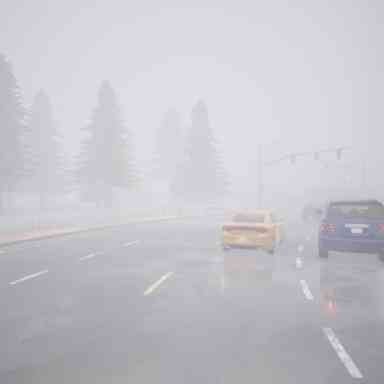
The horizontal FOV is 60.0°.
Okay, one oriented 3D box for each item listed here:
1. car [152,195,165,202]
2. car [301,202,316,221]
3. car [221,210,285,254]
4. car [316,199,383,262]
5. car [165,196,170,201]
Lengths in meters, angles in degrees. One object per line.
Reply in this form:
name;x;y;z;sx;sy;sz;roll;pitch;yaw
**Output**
car;-8.859;1.536;77.660;1.837;1.490;4.892;0;0;-34
car;10.143;1.515;25.807;1.837;1.490;4.892;0;0;42
car;2.625;1.483;13.678;1.882;1.535;5.008;0;0;21
car;5.899;1.256;12.440;2.150;2.045;5.566;0;0;21
car;-5.970;1.536;79.636;1.837;1.490;4.892;0;0;-34
